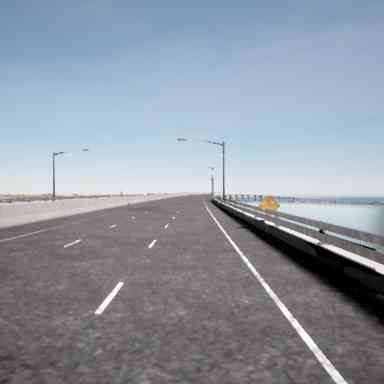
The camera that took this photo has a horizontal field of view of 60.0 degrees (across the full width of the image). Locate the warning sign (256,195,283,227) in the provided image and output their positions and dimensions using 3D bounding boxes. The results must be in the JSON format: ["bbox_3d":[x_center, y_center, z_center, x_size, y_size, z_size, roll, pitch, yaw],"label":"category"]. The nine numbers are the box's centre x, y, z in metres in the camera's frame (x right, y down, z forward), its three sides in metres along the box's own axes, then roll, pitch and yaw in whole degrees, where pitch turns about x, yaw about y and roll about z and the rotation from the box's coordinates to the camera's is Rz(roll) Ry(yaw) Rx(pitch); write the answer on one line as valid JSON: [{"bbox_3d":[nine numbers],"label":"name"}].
[{"bbox_3d":[4.608,1.117,19.846,1.300,1.860,1.060,-1,-1,0],"label":"warning sign"}]
